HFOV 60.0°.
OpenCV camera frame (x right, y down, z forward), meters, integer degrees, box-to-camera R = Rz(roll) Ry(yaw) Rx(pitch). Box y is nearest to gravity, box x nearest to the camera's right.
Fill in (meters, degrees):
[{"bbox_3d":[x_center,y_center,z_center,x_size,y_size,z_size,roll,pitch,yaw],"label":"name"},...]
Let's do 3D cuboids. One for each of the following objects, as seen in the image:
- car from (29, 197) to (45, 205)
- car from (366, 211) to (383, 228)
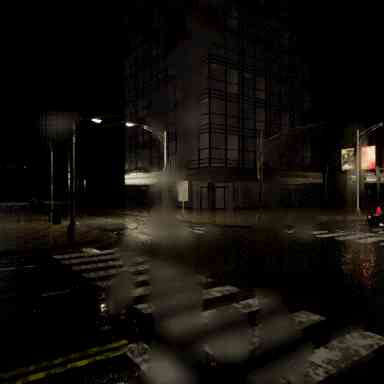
[{"bbox_3d":[-28.678,1.689,61.458,2.033,1.411,5.357,0,0,-36],"label":"car"},{"bbox_3d":[12.949,1.605,20.809,4.718,1.301,1.895,0,0,-35],"label":"car"}]
